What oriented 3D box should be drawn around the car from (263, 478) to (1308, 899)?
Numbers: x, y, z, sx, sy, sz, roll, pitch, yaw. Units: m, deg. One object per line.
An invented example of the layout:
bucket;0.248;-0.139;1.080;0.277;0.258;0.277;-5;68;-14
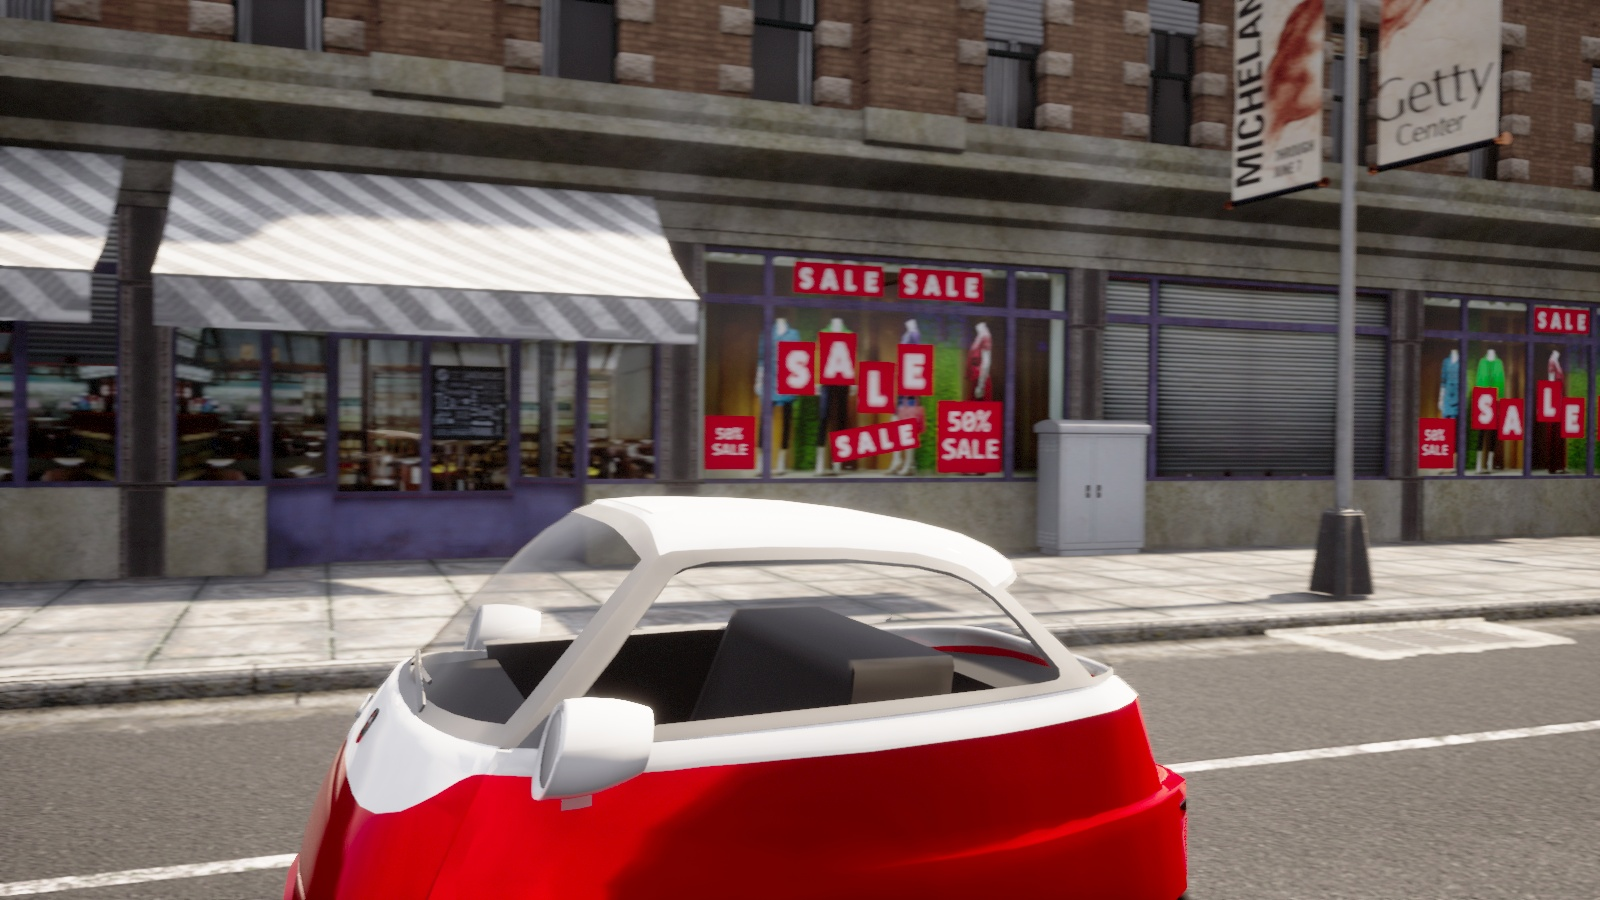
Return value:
car;-0.125;0.802;3.193;2.207;1.376;1.481;-1;1;-21
